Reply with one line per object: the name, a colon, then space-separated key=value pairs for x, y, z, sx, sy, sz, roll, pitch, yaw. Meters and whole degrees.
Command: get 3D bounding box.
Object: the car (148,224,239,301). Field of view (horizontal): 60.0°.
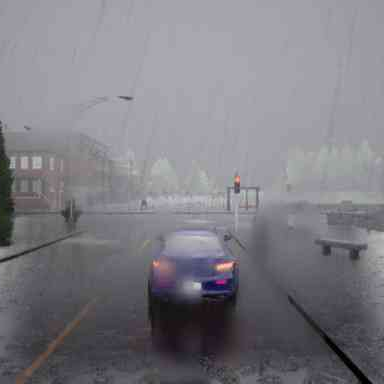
car: x=0.041 y=1.525 z=8.225 sx=1.812 sy=1.442 sz=4.674 roll=0 pitch=0 yaw=1
